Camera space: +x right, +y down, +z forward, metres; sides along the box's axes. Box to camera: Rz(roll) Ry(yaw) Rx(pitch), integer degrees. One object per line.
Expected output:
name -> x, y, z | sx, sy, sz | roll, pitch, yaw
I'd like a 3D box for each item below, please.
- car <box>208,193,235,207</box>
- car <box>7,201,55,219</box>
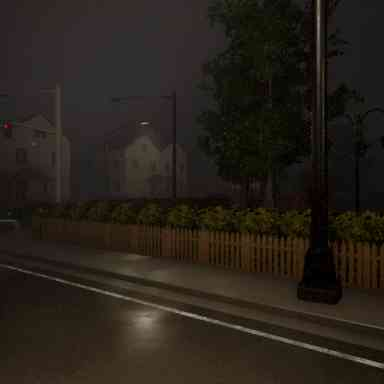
car -> 4.216, 1.221, 48.863 | 2.150, 2.045, 5.566 | 0, 0, 35
car -> -13.761, 1.526, 29.413 | 1.812, 1.442, 4.674 | 0, 0, 35
